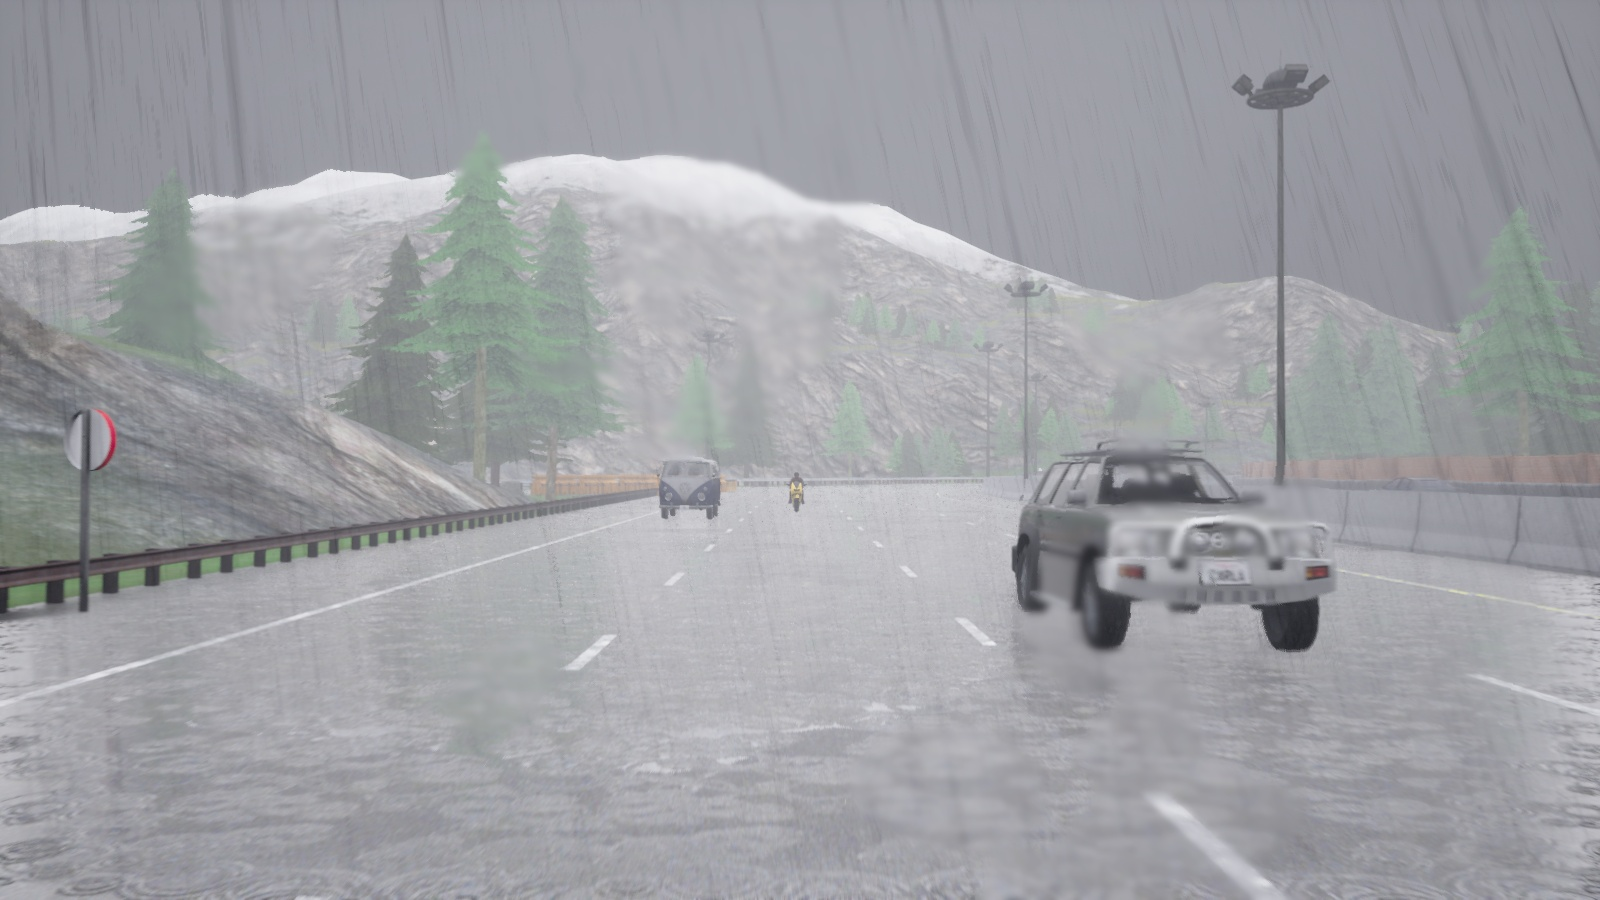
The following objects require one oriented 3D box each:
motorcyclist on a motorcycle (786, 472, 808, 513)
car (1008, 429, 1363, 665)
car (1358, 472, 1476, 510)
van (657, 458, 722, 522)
[{"bbox_3d":[-0.115,1.591,47.390,0.797,1.523,2.044,0,-1,0],"label":"motorcyclist on a motorcycle"},{"bbox_3d":[3.436,0.824,12.240,1.932,1.855,4.605,0,-1,-1],"label":"car"},{"bbox_3d":[24.379,1.600,49.904,2.033,1.411,5.357,0,-1,0],"label":"car"},{"bbox_3d":[-3.601,1.277,41.509,1.775,1.987,4.442,0,-1,0],"label":"van"}]
